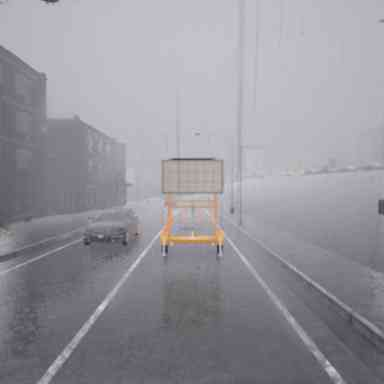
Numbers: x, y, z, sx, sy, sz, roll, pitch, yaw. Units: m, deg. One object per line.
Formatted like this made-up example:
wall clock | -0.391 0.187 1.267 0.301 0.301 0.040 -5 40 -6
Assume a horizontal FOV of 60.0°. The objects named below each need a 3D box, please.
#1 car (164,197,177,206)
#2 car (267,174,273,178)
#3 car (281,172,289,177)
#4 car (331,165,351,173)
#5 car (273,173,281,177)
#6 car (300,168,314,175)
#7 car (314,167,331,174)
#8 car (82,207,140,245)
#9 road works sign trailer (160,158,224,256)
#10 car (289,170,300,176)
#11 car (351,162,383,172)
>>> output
car | -3.712 1.556 57.334 2.128 1.511 4.902 0 0 -1
car | 21.629 -4.029 84.808 2.231 1.521 4.892 0 1 -1
car | 22.004 -3.817 73.749 2.002 1.452 4.674 0 1 -3
car | 24.174 -3.416 51.544 2.002 1.452 4.674 0 1 -7
car | 21.764 -3.952 79.291 2.231 1.521 4.892 0 1 -1
car | 22.838 -3.783 62.707 2.185 1.767 4.553 0 1 -5
car | 23.465 -3.525 57.017 2.163 1.488 4.792 0 1 -6
car | -3.618 1.505 15.559 1.837 1.490 4.892 0 0 0
road works sign trailer | 0.022 0.464 13.096 2.380 3.560 2.880 0 0 1
car | 22.363 -3.757 68.212 2.097 1.535 5.008 0 1 -4
car | 24.985 -3.356 46.184 2.231 1.521 4.892 0 1 -9
